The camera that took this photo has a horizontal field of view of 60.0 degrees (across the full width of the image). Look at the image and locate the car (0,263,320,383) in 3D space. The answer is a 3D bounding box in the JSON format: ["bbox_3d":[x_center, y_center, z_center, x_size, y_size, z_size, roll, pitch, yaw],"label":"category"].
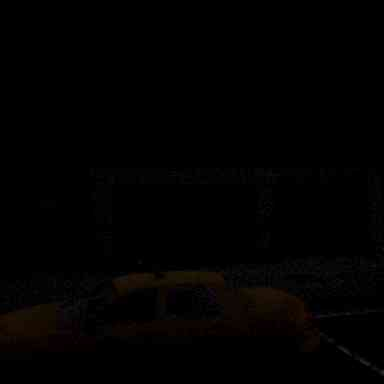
[{"bbox_3d":[-0.713,1.716,4.566,4.829,1.417,1.752,-1,-3,-13],"label":"car"}]
